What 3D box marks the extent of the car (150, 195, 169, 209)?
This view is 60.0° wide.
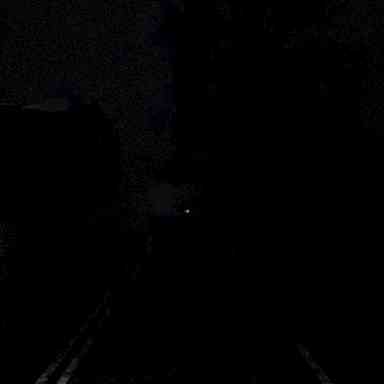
[{"bbox_3d":[-4.433,1.451,43.724,2.033,1.411,5.357,0,0,-2],"label":"car"}]

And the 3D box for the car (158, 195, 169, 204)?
[{"bbox_3d":[-5.172,1.245,60.223,1.812,1.442,4.674,0,1,-2],"label":"car"}]

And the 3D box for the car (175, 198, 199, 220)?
[{"bbox_3d":[-0.426,1.523,28.048,2.033,1.411,5.357,0,0,-2],"label":"car"}]
